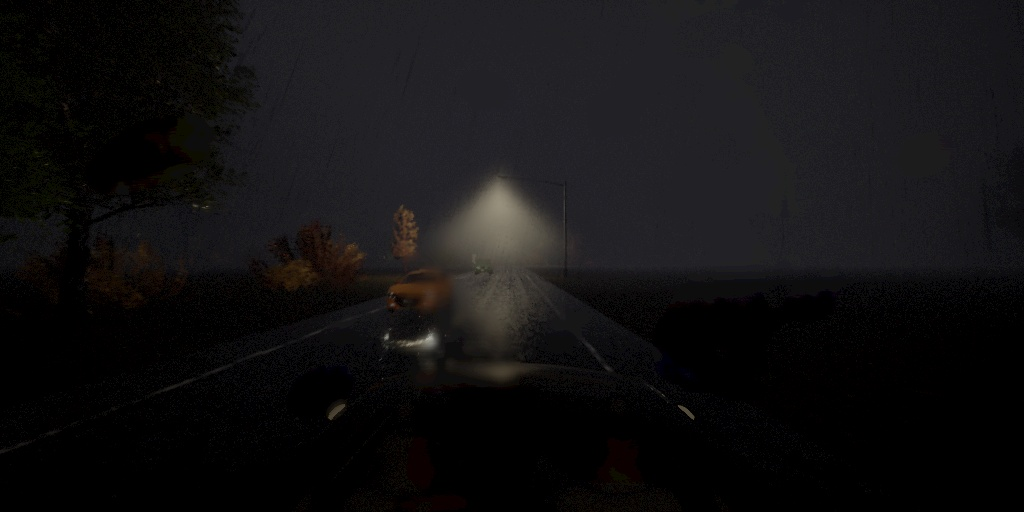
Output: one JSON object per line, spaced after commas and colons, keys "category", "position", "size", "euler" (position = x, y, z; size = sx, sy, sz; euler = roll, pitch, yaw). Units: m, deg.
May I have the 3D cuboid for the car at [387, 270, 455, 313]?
{"category": "car", "position": [-3.599, 1.338, 14.903], "size": [1.882, 1.535, 5.008], "euler": [0, 0, 0]}

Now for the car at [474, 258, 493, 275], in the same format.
{"category": "car", "position": [-3.607, 1.346, 46.102], "size": [2.150, 2.045, 5.566], "euler": [0, 0, -1]}
